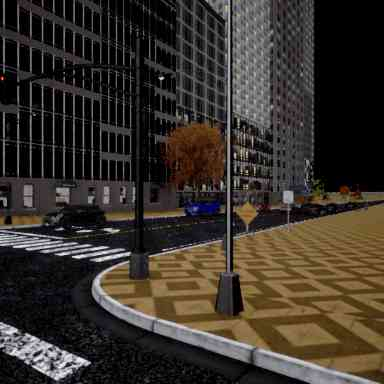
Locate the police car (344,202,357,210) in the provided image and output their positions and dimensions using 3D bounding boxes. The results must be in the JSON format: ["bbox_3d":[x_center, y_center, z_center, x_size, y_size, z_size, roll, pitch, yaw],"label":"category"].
[{"bbox_3d":[31.505,2.738,65.842,1.930,1.638,5.238,0,-1,33],"label":"police car"}]

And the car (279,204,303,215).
[{"bbox_3d":[13.820,2.402,46.406,2.033,1.411,5.357,0,-1,33],"label":"car"}]

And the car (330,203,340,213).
[{"bbox_3d":[23.089,2.574,54.707,1.837,1.490,4.892,0,-1,33],"label":"car"}]

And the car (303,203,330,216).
[{"bbox_3d":[16.986,2.376,45.223,1.837,1.490,4.892,0,-1,33],"label":"car"}]

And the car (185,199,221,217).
[{"bbox_3d":[1.362,1.841,39.340,2.150,2.045,5.566,0,-1,33],"label":"car"}]

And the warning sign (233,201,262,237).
[{"bbox_3d":[3.102,1.454,18.567,1.300,1.860,1.060,1,1,33],"label":"warning sign"}]

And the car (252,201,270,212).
[{"bbox_3d":[10.981,2.296,54.090,2.097,1.767,4.553,0,-1,33],"label":"car"}]

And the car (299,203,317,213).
[{"bbox_3d":[19.135,2.533,54.745,1.837,1.490,4.892,0,-1,33],"label":"car"}]

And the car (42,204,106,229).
[{"bbox_3d":[-8.453,1.650,24.112,2.097,1.767,4.553,0,-1,33],"label":"car"}]
